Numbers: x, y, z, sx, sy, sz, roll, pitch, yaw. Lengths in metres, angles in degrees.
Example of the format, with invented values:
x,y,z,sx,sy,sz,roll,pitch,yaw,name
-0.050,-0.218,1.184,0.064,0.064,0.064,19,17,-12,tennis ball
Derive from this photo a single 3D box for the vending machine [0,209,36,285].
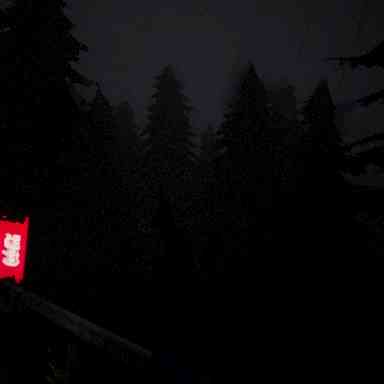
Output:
x,y,z,sx,sy,sz,roll,pitch,yaw,name
-5.483,1.616,10.017,1.100,2.100,0.880,6,-2,-34,vending machine
